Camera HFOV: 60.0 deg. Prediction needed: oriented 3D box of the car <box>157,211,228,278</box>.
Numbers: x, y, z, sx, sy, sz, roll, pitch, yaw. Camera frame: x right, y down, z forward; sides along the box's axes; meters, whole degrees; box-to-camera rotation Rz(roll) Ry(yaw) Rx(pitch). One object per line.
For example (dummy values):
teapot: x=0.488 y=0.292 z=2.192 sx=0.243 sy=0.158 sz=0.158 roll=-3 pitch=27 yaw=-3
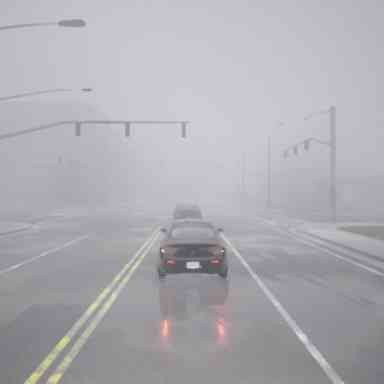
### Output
car: x=0.007 y=1.540 z=10.060 sx=1.812 sy=1.442 sz=4.674 roll=0 pitch=0 yaw=0

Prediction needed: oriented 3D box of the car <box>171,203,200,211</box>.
car: x=-0.394 y=1.511 z=23.260 sx=1.882 sy=1.535 sz=5.008 roll=0 pitch=0 yaw=-4
